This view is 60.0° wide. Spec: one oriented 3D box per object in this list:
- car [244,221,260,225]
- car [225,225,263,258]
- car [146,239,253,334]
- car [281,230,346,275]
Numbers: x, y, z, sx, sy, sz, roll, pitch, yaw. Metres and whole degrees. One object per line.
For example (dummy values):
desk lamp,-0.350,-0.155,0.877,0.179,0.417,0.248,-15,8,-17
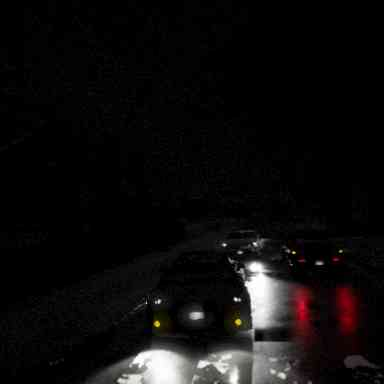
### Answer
car,5.576,3.446,30.997,2.033,1.411,5.357,-4,-4,12
car,2.749,2.726,18.099,1.895,1.301,4.718,-4,-4,12
car,0.279,2.090,7.778,1.994,1.385,4.181,-4,-4,6
car,4.481,2.170,12.717,1.812,1.442,4.674,-4,-4,12
